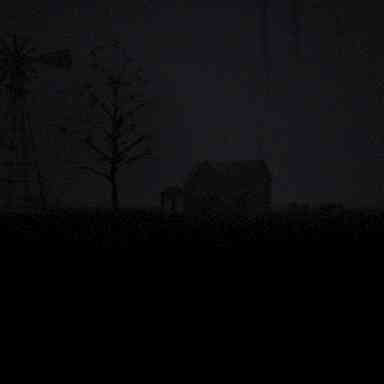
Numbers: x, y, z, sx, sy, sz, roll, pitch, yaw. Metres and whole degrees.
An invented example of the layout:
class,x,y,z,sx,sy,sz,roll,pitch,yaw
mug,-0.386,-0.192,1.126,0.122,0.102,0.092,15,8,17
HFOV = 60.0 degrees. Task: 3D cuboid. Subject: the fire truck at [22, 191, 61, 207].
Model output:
class,x,y,z,sx,sy,sz,roll,pitch,yaw
fire truck,-35.365,1.775,78.610,2.891,3.827,8.468,0,-1,35
